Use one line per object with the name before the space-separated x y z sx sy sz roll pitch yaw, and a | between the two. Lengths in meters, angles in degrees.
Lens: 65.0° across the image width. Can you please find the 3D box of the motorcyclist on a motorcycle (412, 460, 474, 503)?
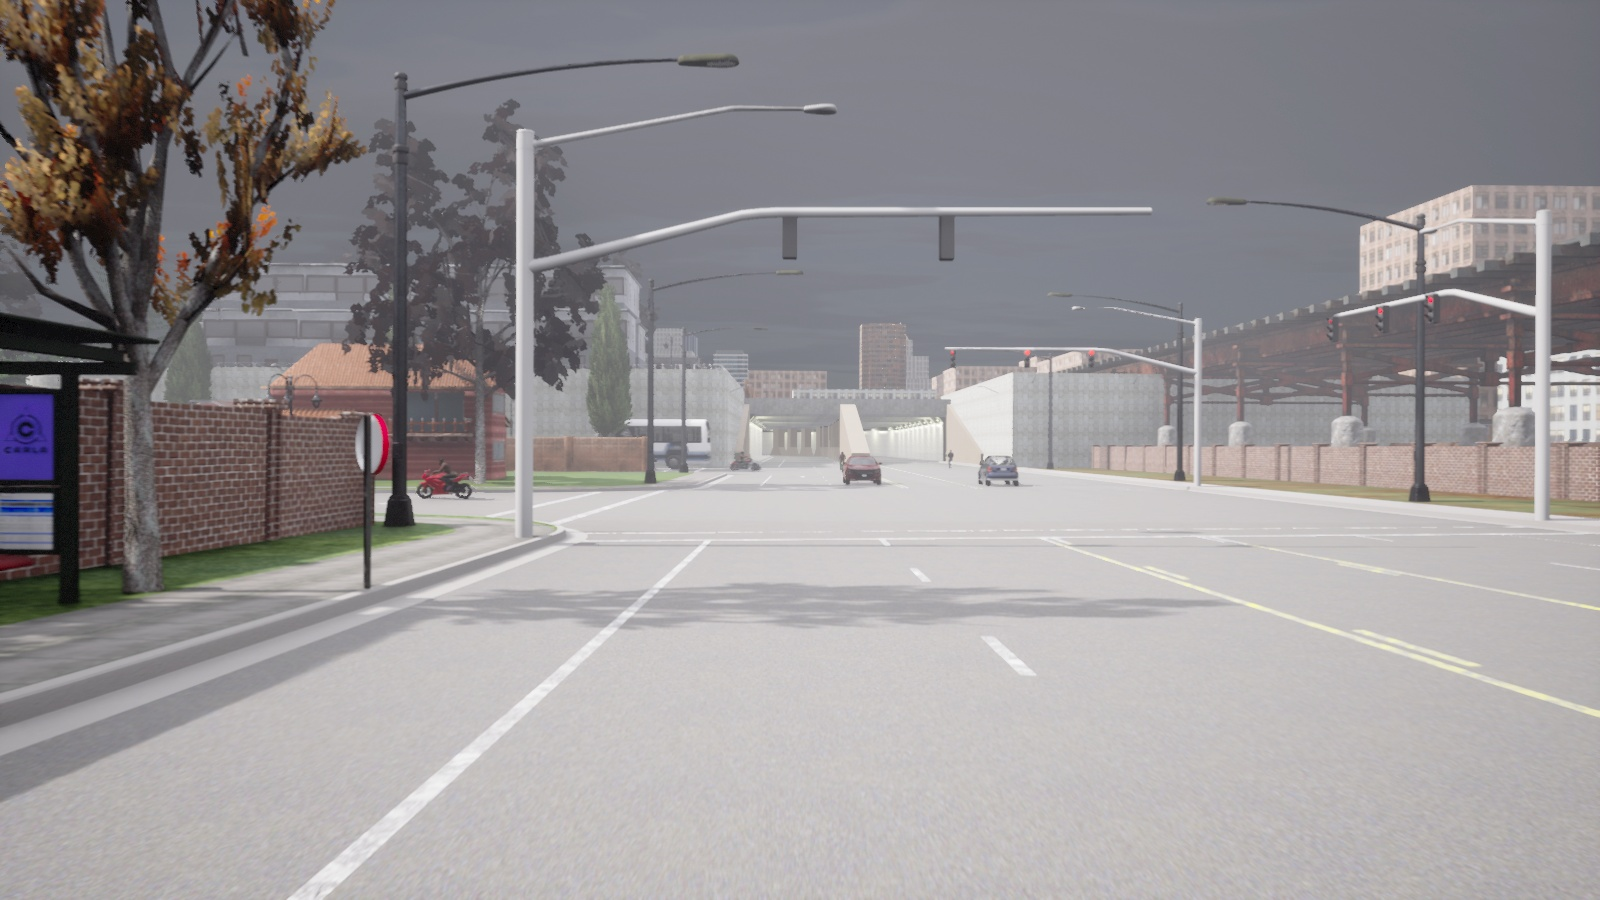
motorcyclist on a motorcycle | -12.992 1.148 45.695 2.044 1.523 0.797 0 0 -2

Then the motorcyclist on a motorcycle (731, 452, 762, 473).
motorcyclist on a motorcycle | -4.201 0.948 98.260 2.350 1.649 0.766 0 0 1

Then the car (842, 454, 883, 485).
car | 3.319 1.020 67.599 1.882 1.535 5.008 0 0 0

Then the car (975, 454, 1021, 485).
car | 10.326 0.997 65.781 1.789 1.549 3.705 0 0 0
